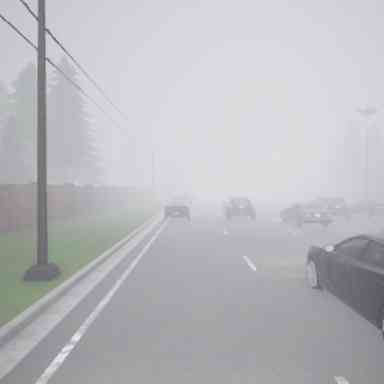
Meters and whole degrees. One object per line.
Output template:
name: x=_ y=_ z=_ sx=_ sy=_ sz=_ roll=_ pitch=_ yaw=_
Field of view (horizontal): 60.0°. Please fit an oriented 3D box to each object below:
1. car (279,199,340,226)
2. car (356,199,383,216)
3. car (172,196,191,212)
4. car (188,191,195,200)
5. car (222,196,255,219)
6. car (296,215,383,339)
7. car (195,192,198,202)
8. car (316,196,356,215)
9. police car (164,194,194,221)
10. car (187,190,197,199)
car: x=7.107 y=1.365 z=21.212 sx=2.033 sy=1.411 sz=5.357 roll=0 pitch=0 yaw=0
car: x=14.108 y=1.263 z=26.556 sx=2.128 sy=1.511 sz=4.902 roll=0 pitch=0 yaw=0
car: x=-1.040 y=1.224 z=35.146 sx=1.812 sy=1.442 sz=4.674 roll=0 pitch=0 yaw=0
car: x=-1.039 y=0.999 z=41.114 sx=2.097 sy=1.767 sz=4.553 roll=0 pitch=0 yaw=0
car: x=3.608 y=1.126 z=26.281 sx=2.097 sy=1.767 sz=4.553 roll=0 pitch=0 yaw=0
car: x=3.602 y=1.427 z=5.804 sx=1.882 sy=1.535 sz=5.008 roll=0 pitch=0 yaw=0
car: x=0.020 y=1.005 z=60.827 sx=1.812 sy=1.442 sz=4.674 roll=0 pitch=0 yaw=0
car: x=10.607 y=1.126 z=26.277 sx=2.097 sy=1.767 sz=4.553 roll=0 pitch=0 yaw=0
police car: x=-1.043 y=1.208 z=25.255 sx=1.930 sy=1.638 sz=5.238 roll=0 pitch=0 yaw=0
car: x=0.024 y=0.525 z=75.254 sx=2.097 sy=1.767 sz=4.553 roll=0 pitch=0 yaw=0
